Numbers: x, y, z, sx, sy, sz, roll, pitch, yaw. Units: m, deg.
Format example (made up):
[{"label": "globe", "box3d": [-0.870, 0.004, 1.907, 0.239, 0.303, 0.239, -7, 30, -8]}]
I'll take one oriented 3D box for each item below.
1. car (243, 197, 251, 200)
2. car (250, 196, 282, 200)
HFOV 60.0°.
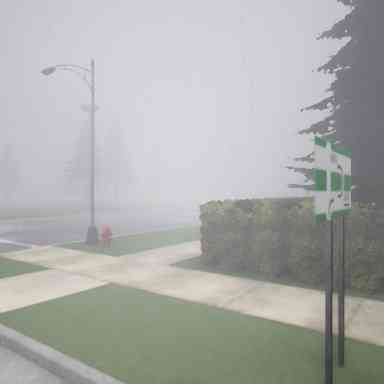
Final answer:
[{"label": "car", "box3d": [10.515, 1.547, 57.659, 2.033, 1.411, 5.357, 0, 0, 38]}, {"label": "car", "box3d": [10.153, 1.526, 45.286, 1.812, 1.442, 4.674, 0, 0, 36]}]
